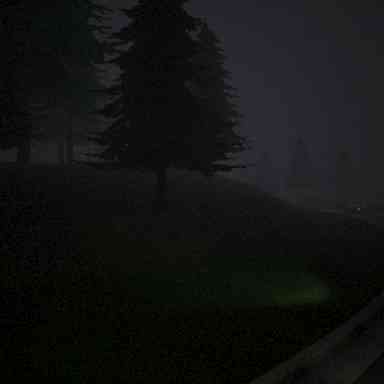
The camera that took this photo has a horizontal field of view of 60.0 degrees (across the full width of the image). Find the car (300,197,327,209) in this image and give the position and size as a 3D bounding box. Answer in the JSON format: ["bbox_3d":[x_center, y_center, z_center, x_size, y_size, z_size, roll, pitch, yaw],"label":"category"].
[{"bbox_3d":[16.820,1.505,46.291,1.837,1.490,4.892,0,0,-10],"label":"car"}]

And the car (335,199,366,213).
[{"bbox_3d":[17.406,1.526,36.641,1.812,1.442,4.674,0,0,4],"label":"car"}]
